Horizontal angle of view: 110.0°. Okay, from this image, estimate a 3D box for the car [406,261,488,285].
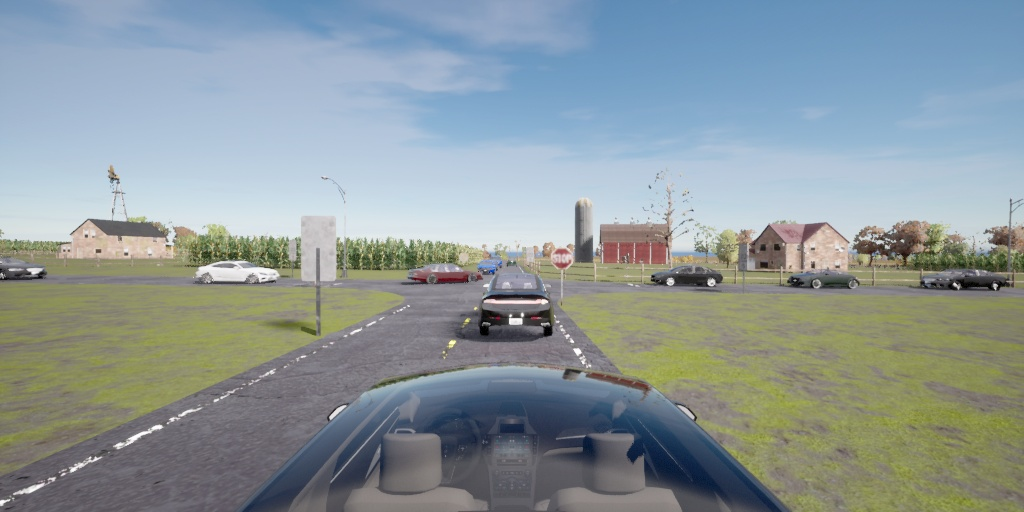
[{"bbox_3d":[-4.757,1.255,25.680,5.357,1.411,2.033,1,0,-32],"label":"car"}]

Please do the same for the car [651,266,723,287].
[{"bbox_3d":[12.737,1.444,26.273,4.892,1.490,1.837,1,1,1],"label":"car"}]

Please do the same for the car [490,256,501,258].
[{"bbox_3d":[-2.801,1.021,61.064,2.150,2.045,5.566,0,0,1],"label":"car"}]

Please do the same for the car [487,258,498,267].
[{"bbox_3d":[-2.814,1.247,39.878,1.882,1.535,5.008,0,0,-1],"label":"car"}]

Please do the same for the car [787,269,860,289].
[{"bbox_3d":[22.719,1.642,26.258,4.181,1.385,1.994,1,1,0],"label":"car"}]

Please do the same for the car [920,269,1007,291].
[{"bbox_3d":[32.964,1.707,26.288,4.902,1.511,2.128,1,1,0],"label":"car"}]

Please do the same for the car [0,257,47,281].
[{"bbox_3d":[-33.184,0.794,23.125,4.902,1.511,2.128,1,1,0],"label":"car"}]

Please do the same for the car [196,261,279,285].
[{"bbox_3d":[-17.689,1.059,23.170,4.674,1.442,1.812,1,1,0],"label":"car"}]

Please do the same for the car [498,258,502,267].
[{"bbox_3d":[-2.826,1.330,49.888,2.033,1.411,5.357,0,0,0],"label":"car"}]

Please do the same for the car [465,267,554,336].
[{"bbox_3d":[0.142,1.242,10.388,2.128,1.511,4.902,0,0,1],"label":"car"}]
